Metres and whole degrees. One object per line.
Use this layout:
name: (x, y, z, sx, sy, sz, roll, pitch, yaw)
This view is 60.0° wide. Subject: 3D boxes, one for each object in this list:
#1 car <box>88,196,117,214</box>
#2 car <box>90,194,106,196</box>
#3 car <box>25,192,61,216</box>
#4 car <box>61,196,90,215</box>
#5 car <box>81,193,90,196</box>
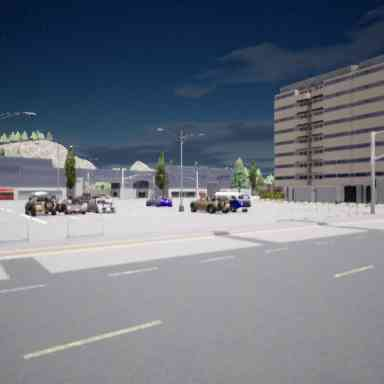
car: (-8.952, 1.404, 32.851, 1.970, 1.475, 3.806, 0, 0, -35)
car: (-12.916, 1.403, 48.523, 1.970, 1.475, 3.806, 0, 0, -35)
car: (-13.487, 1.161, 29.603, 1.932, 1.855, 4.605, 0, 0, -35)
car: (-11.321, 1.372, 31.187, 1.784, 1.438, 3.905, 0, 0, -35)
car: (-20.746, 1.162, 64.370, 1.905, 1.878, 3.866, 0, 0, -35)
